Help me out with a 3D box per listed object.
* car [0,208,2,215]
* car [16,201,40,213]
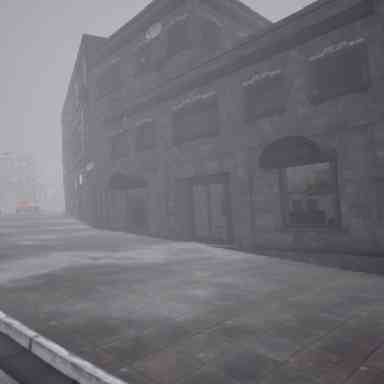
[{"bbox_3d":[-23.873,2.066,38.528,1.837,1.490,4.892,-3,0,-6],"label":"car"},{"bbox_3d":[-25.063,2.137,50.914,2.097,1.767,4.553,-3,-1,-4],"label":"car"}]
